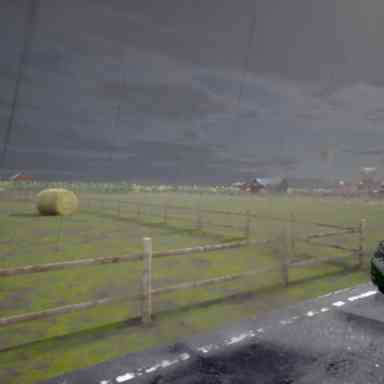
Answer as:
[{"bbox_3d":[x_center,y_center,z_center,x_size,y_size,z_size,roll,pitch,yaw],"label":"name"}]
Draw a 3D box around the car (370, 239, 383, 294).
[{"bbox_3d":[6.366,1.274,7.620,5.566,2.045,2.150,0,0,-36],"label":"car"}]
